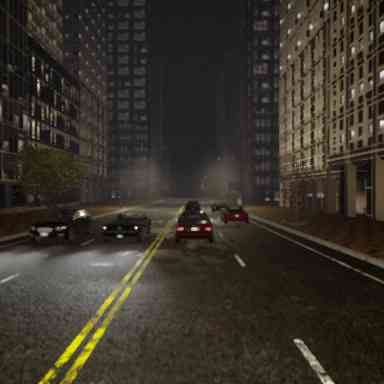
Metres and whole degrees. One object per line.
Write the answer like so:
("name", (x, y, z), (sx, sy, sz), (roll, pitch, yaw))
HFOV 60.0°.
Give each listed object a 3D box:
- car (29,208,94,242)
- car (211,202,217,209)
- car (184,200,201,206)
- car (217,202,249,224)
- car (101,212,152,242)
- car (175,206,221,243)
("car", (-6.502, 1.615, 17.092), (2.128, 1.511, 4.902), (0, -1, 0))
("car", (3.349, 1.886, 41.764), (1.895, 1.301, 4.718), (0, 0, 0))
("car", (0.104, 1.755, 40.544), (1.882, 1.535, 5.008), (0, 0, 0))
("car", (3.352, 1.751, 26.690), (1.994, 1.385, 4.181), (0, 0, 0))
("car", (-3.251, 1.723, 17.268), (1.895, 1.301, 4.718), (0, 0, 0))
("car", (0.101, 1.667, 16.867), (2.033, 1.411, 5.357), (0, 0, 0))
